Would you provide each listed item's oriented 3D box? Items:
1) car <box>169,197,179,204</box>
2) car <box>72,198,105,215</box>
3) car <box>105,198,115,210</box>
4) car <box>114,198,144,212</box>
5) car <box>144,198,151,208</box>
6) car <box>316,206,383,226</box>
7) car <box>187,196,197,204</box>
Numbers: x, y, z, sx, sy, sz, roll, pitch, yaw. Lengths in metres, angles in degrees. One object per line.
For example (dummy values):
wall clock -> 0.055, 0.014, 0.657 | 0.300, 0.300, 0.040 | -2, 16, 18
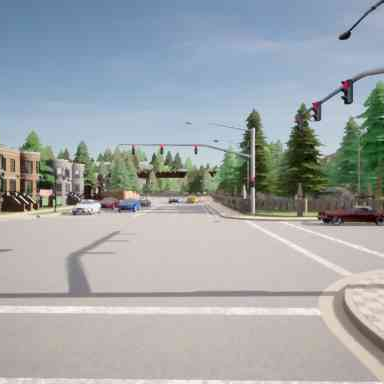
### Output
car -> -3.531, 1.601, 65.200 | 1.895, 1.301, 4.718 | 0, 0, 0
car -> -10.664, 1.526, 34.023 | 1.812, 1.442, 4.674 | 0, 0, 0
car -> -10.674, 1.478, 43.076 | 1.882, 1.535, 5.008 | 0, 0, 0
car -> -7.172, 1.478, 38.363 | 1.882, 1.535, 5.008 | 0, 0, 0
car -> -7.164, 1.564, 48.350 | 1.994, 1.385, 4.181 | 0, 0, 0
car -> 11.142, 1.601, 22.901 | 4.718, 1.301, 1.895 | 0, 0, 2
car -> -0.031, 1.478, 64.917 | 1.882, 1.535, 5.008 | 0, 0, 0
